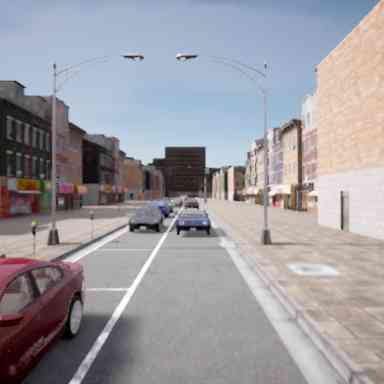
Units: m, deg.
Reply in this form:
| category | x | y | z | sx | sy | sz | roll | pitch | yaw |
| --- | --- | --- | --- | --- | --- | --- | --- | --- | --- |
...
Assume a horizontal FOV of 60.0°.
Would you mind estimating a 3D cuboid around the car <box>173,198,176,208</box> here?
| category | x | y | z | sx | sy | sz | roll | pitch | yaw |
| --- | --- | --- | --- | --- | --- | --- | --- | --- | --- |
| car | -3.102 | 1.629 | 38.087 | 1.812 | 1.442 | 4.674 | 0 | 0 | 0 |

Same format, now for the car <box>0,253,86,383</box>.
| category | x | y | z | sx | sy | sz | roll | pitch | yaw |
| --- | --- | --- | --- | --- | --- | --- | --- | --- | --- |
| car | -2.636 | 1.551 | 3.897 | 1.887 | 1.381 | 4.507 | 1 | 0 | 0 |

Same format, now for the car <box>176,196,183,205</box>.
| category | x | y | z | sx | sy | sz | roll | pitch | yaw |
| --- | --- | --- | --- | --- | --- | --- | --- | --- | --- |
| car | -2.744 | 1.728 | 53.341 | 2.008 | 1.369 | 4.403 | 0 | 0 | 0 |

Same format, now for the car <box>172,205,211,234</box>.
| category | x | y | z | sx | sy | sz | roll | pitch | yaw |
| --- | --- | --- | --- | --- | --- | --- | --- | --- | --- |
| car | 0.061 | 1.638 | 19.388 | 1.895 | 1.301 | 4.718 | 0 | 0 | 0 |

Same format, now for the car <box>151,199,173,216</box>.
| category | x | y | z | sx | sy | sz | roll | pitch | yaw |
| --- | --- | --- | --- | --- | --- | --- | --- | --- | --- |
| car | -3.079 | 1.553 | 31.086 | 1.882 | 1.535 | 5.008 | 0 | 0 | 0 |

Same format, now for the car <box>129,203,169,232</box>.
| category | x | y | z | sx | sy | sz | roll | pitch | yaw |
| --- | --- | --- | --- | --- | --- | --- | --- | --- | --- |
| car | -2.672 | 1.607 | 20.377 | 1.947 | 1.339 | 4.313 | 1 | 0 | 0 |

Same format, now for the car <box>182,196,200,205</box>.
| category | x | y | z | sx | sy | sz | roll | pitch | yaw |
| --- | --- | --- | --- | --- | --- | --- | --- | --- | --- |
| car | 0.009 | 1.629 | 42.897 | 1.837 | 1.490 | 4.892 | 0 | 0 | 0 |
